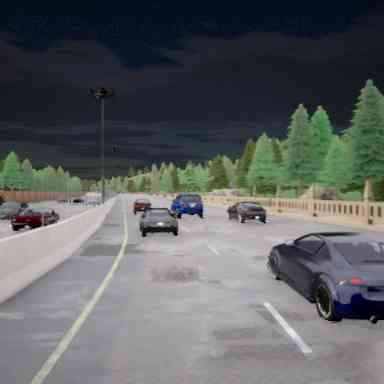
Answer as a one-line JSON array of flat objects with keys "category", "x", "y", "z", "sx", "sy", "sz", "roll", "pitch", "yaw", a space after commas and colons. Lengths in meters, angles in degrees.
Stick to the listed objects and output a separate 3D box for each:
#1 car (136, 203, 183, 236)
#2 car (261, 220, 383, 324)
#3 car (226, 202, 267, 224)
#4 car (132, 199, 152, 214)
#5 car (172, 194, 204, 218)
[{"category": "car", "x": -1.938, "y": 1.573, "z": 18.709, "sx": 1.994, "sy": 1.385, "sz": 4.181, "roll": 0, "pitch": 0, "yaw": -10}, {"category": "car", "x": 3.122, "y": 1.552, "z": 7.254, "sx": 1.994, "sy": 1.385, "sz": 4.181, "roll": 0, "pitch": 0, "yaw": -4}, {"category": "car", "x": 3.998, "y": 1.490, "z": 25.001, "sx": 1.837, "sy": 1.490, "sz": 4.892, "roll": 0, "pitch": 0, "yaw": -11}, {"category": "car", "x": -5.386, "y": 1.501, "z": 36.027, "sx": 1.882, "sy": 1.535, "sz": 5.008, "roll": 0, "pitch": 0, "yaw": -12}, {"category": "car", "x": -0.471, "y": 1.225, "z": 29.549, "sx": 2.150, "sy": 2.045, "sz": 5.566, "roll": 0, "pitch": 0, "yaw": -12}]
